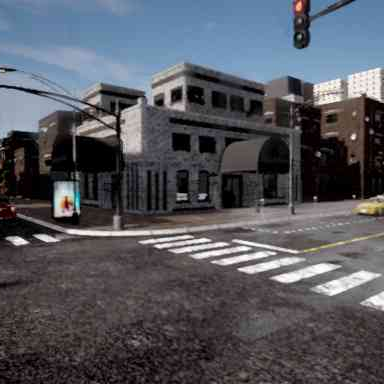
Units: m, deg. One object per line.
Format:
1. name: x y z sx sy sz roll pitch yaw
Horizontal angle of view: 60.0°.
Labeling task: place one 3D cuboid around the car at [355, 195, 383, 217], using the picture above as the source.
1. car: 13.769 0.951 24.524 4.829 1.417 1.752 -1 2 -39

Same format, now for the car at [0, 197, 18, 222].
1. car: -12.346 1.050 20.868 1.967 1.590 4.097 -2 2 -38
